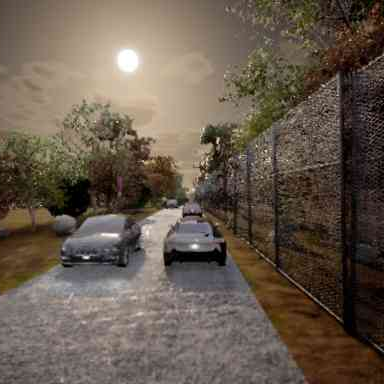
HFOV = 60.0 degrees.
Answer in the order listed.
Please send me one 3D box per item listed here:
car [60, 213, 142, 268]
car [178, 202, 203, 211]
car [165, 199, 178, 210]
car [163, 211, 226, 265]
[{"bbox_3d":[-2.865,1.520,11.431,1.837,1.490,4.892,0,0,0],"label":"car"},{"bbox_3d":[0.022,1.664,30.348,2.033,1.411,5.357,0,-1,0],"label":"car"},{"bbox_3d":[-3.040,1.949,51.838,1.837,1.490,4.892,0,-1,0],"label":"car"},{"bbox_3d":[0.081,1.580,11.770,1.994,1.385,4.181,0,0,0],"label":"car"}]
